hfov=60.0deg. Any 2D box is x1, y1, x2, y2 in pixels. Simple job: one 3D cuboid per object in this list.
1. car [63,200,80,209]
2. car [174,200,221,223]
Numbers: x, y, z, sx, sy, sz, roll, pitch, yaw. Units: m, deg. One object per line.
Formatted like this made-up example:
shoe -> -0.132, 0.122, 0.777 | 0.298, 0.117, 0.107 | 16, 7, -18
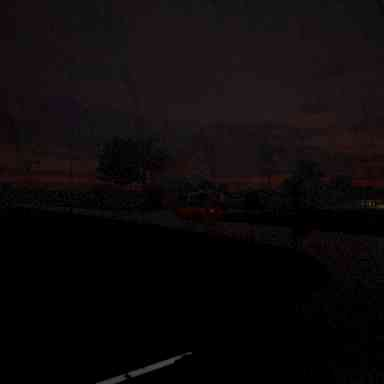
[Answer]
car -> -20.917, 2.104, 57.637 | 1.812, 1.442, 4.674 | 0, -1, -35
car -> 0.354, 1.533, 27.737 | 2.097, 1.767, 4.553 | 0, 0, -35
